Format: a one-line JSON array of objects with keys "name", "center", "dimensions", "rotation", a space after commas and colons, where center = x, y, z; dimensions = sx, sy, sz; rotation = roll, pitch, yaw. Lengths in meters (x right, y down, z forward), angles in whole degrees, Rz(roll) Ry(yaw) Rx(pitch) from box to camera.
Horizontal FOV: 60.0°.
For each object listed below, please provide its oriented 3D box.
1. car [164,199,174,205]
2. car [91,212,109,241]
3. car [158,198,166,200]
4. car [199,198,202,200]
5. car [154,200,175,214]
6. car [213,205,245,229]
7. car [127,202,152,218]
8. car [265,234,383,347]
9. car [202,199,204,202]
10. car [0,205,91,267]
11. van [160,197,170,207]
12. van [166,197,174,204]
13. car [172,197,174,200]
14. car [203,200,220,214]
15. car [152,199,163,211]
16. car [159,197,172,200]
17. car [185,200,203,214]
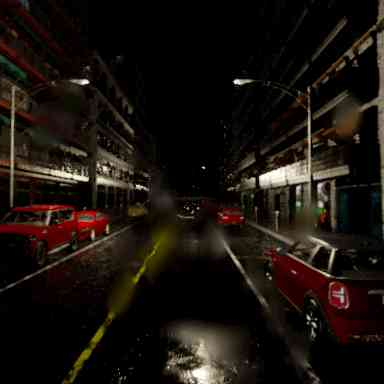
[{"name": "car", "center": [-5.609, 2.371, 80.419], "dimensions": [2.008, 1.369, 4.403], "rotation": [1, -1, 0]}, {"name": "car", "center": [-5.670, 1.726, 17.762], "dimensions": [1.887, 1.381, 4.507], "rotation": [1, -1, 0]}, {"name": "car", "center": [-5.621, 2.079, 51.938], "dimensions": [2.008, 1.369, 4.403], "rotation": [1, -1, 0]}, {"name": "car", "center": [2.732, 2.192, 63.388], "dimensions": [1.887, 1.381, 4.507], "rotation": [1, -1, 0]}, {"name": "car", "center": [-3.073, 1.978, 40.656], "dimensions": [1.994, 1.385, 4.181], "rotation": [0, -1, 0]}, {"name": "car", "center": [2.713, 1.822, 23.515], "dimensions": [1.802, 1.307, 4.206], "rotation": [1, -1, 0]}, {"name": "car", "center": [-5.635, 1.878, 34.680], "dimensions": [1.752, 1.417, 4.829], "rotation": [1, -1, 0]}, {"name": "car", "center": [2.708, 1.507, 6.429], "dimensions": [1.967, 1.590, 4.097], "rotation": [1, -1, 0]}, {"name": "car", "center": [2.724, 2.017, 46.300], "dimensions": [1.887, 1.381, 4.507], "rotation": [1, -1, 0]}, {"name": "car", "center": [-5.668, 1.438, 12.068], "dimensions": [2.192, 1.841, 5.009], "rotation": [1, -1, 0]}, {"name": "van", "center": [-5.609, 2.045, 69.028], "dimensions": [1.690, 1.788, 3.998], "rotation": [1, -1, 0]}, {"name": "van", "center": [-5.602, 2.220, 86.117], "dimensions": [1.690, 1.788, 3.998], "rotation": [1, -1, 0]}, {"name": "car", "center": [-5.609, 2.202, 74.724], "dimensions": [1.967, 1.590, 4.097], "rotation": [1, -1, 0]}, {"name": "car", "center": [2.721, 1.959, 40.604], "dimensions": [1.887, 1.381, 4.507], "rotation": [1, -1, 0]}, {"name": "car", "center": [-5.624, 2.015, 46.242], "dimensions": [1.887, 1.381, 4.507], "rotation": [1, -1, 0]}, {"name": "car", "center": [-5.612, 1.960, 63.333], "dimensions": [2.192, 1.841, 5.009], "rotation": [1, -1, 0]}, {"name": "car", "center": [0.119, 2.026, 41.769], "dimensions": [1.895, 1.301, 4.718], "rotation": [0, -1, 0]}]
